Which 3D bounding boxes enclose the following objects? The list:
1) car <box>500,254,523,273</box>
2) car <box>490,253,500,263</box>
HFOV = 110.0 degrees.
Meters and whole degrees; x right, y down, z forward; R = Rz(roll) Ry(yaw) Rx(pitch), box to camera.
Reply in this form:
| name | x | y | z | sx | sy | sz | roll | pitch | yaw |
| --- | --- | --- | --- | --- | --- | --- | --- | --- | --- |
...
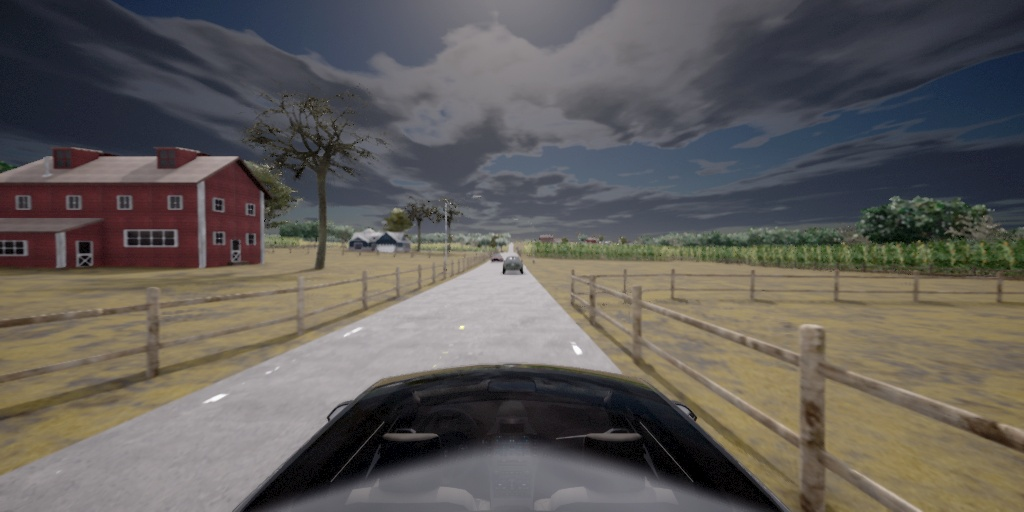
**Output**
| name | x | y | z | sx | sy | sz | roll | pitch | yaw |
| --- | --- | --- | --- | --- | --- | --- | --- | --- | --- |
| car | 0.088 | 0.821 | 37.764 | 2.097 | 1.767 | 4.553 | 0 | 1 | 0 |
| car | -2.784 | 0.291 | 65.434 | 2.097 | 1.767 | 4.553 | 0 | 2 | 0 |
